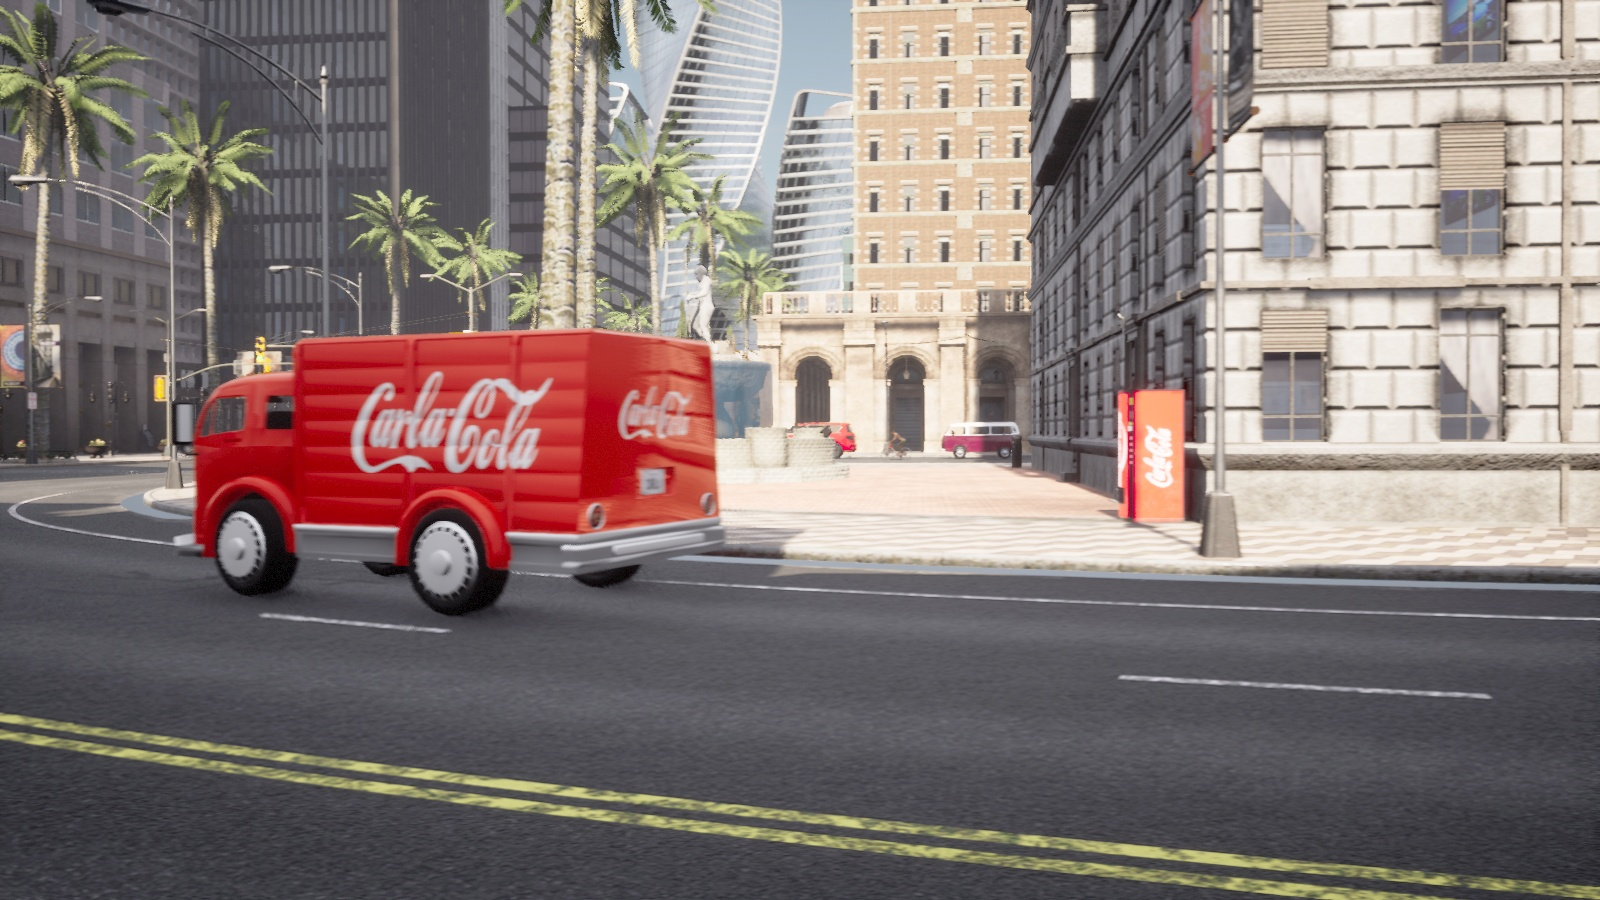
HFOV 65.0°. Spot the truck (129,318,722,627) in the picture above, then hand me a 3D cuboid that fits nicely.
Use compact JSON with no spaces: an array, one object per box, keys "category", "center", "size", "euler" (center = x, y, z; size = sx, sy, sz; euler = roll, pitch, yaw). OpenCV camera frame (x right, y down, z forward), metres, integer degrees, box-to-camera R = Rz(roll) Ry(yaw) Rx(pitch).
[{"category":"truck","center":[-3.681,0.138,12.367],"size":[5.204,2.467,2.627],"euler":[1,1,27]}]

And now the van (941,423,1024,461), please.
[{"category":"van","center":[10.050,-0.460,69.431],"size":[4.480,2.038,2.069],"euler":[0,1,6]}]

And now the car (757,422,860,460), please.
[{"category":"car","center":[0.505,-0.518,70.448],"size":[5.566,2.045,2.150],"euler":[0,1,7]}]
